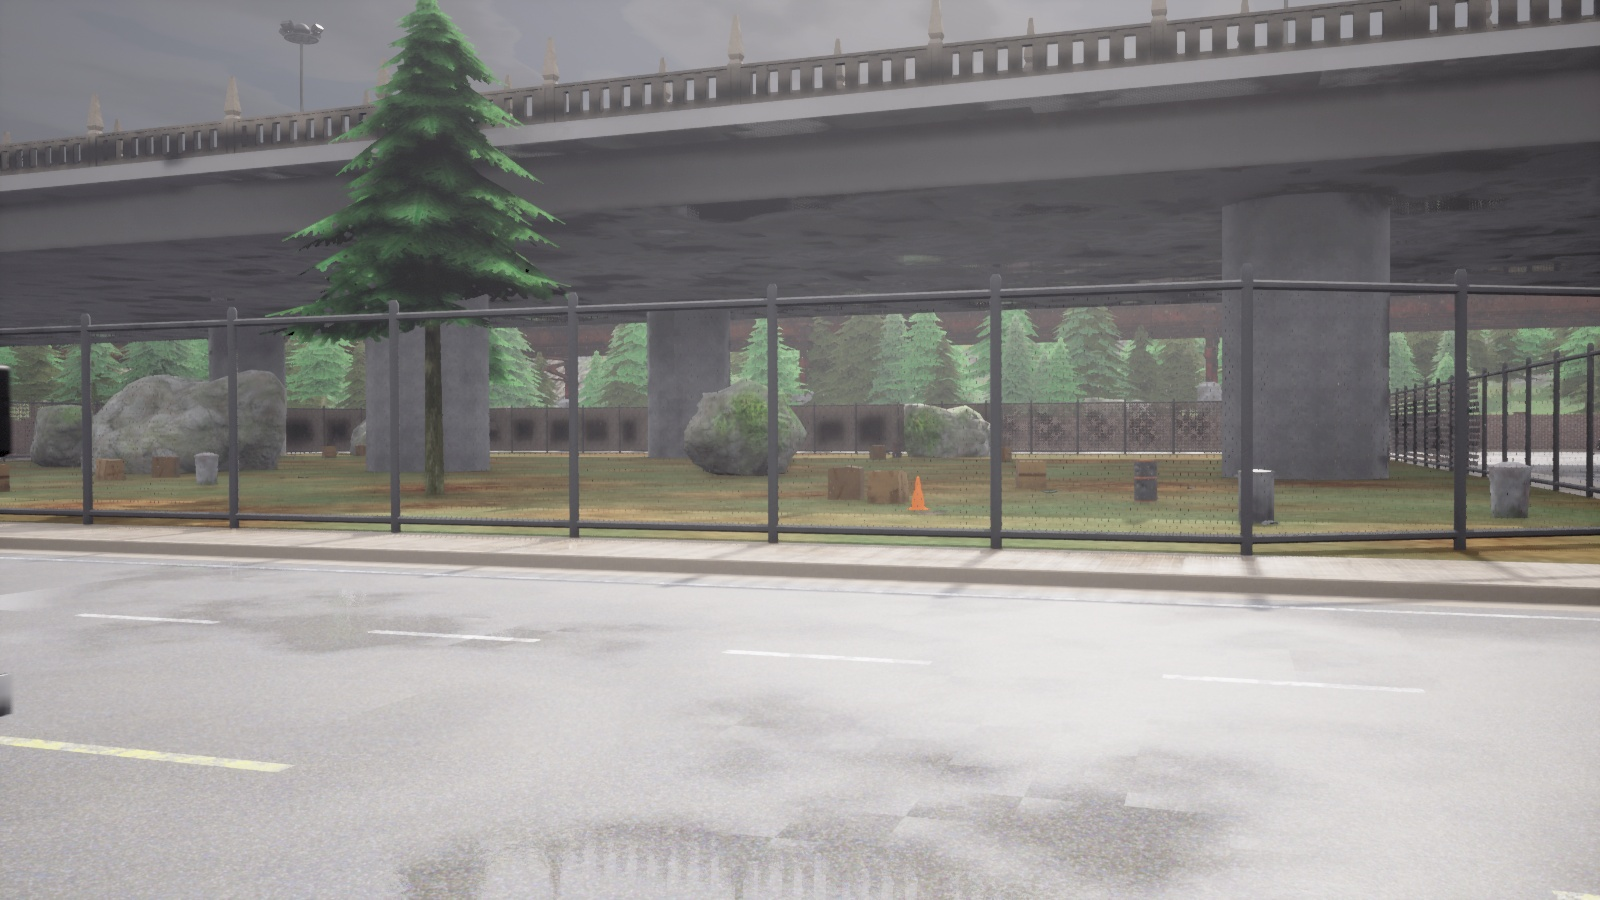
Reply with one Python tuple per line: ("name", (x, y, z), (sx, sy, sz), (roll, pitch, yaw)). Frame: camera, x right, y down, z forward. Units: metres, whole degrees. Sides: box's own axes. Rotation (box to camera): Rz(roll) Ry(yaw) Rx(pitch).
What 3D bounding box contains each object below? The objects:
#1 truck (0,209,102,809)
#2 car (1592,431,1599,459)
("truck", (-6.020, 0.234, 5.210), (5.204, 2.467, 2.627), (1, 1, 19))
("car", (52.237, -0.315, 78.181), (4.553, 1.767, 2.097), (1, 1, 20))
